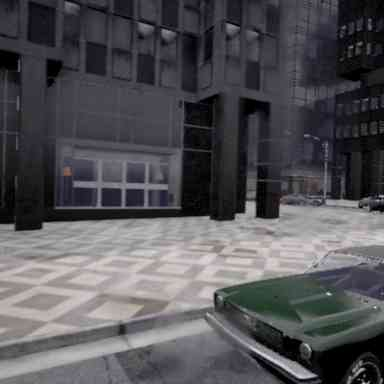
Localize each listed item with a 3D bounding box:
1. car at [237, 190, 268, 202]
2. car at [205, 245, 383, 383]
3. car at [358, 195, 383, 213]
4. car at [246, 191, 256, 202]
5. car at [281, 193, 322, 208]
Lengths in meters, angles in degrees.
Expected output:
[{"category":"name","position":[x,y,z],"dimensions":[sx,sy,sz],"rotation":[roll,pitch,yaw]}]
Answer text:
[{"category":"car","position":[8.220,0.523,45.739],"dimensions":[1.994,1.385,4.181],"rotation":[1,1,-28]},{"category":"car","position":[2.584,1.523,4.686],"dimensions":[4.718,1.301,1.895],"rotation":[0,2,-28]},{"category":"car","position":[15.426,1.029,25.787],"dimensions":[2.128,1.511,4.902],"rotation":[1,1,-29]},{"category":"car","position":[6.073,0.457,43.040],"dimensions":[1.812,1.442,4.674],"rotation":[1,1,-28]},{"category":"car","position":[11.050,0.820,33.856],"dimensions":[1.994,1.385,4.181],"rotation":[1,1,-29]}]
